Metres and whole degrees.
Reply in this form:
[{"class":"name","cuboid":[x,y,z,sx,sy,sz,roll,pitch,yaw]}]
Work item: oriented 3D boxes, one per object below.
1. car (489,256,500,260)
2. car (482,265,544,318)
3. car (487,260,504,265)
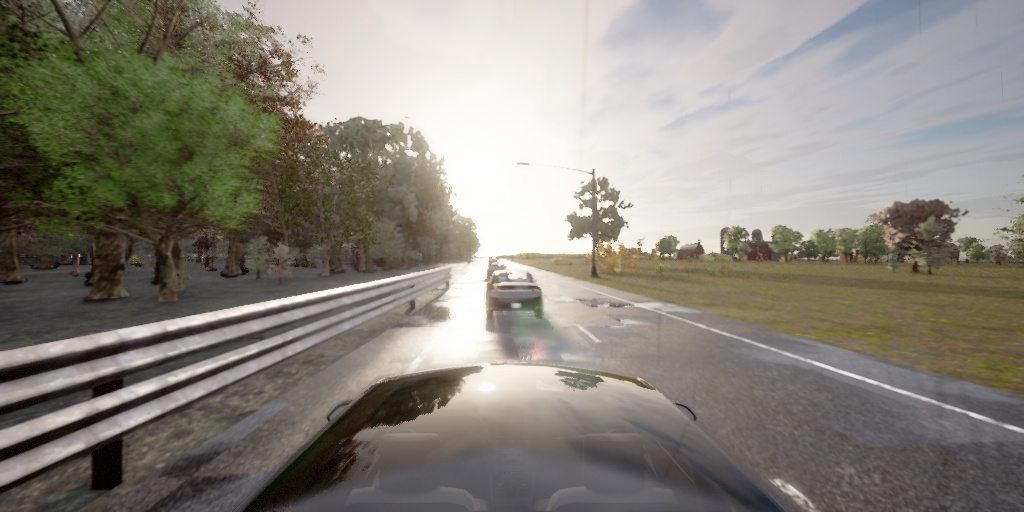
[{"class":"car","cuboid":[-3.259,1.255,63.684,1.837,1.490,4.892,0,0,-4]},{"class":"car","cuboid":[-0.024,1.250,12.935,2.128,1.511,4.902,0,0,-4]},{"class":"car","cuboid":[-1.328,1.321,33.381,1.994,1.385,4.181,0,0,-4]}]
